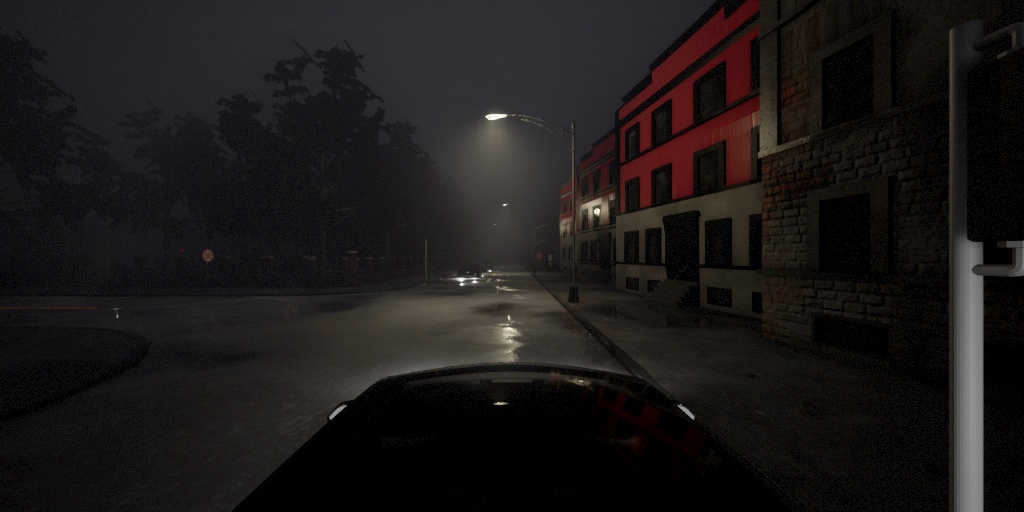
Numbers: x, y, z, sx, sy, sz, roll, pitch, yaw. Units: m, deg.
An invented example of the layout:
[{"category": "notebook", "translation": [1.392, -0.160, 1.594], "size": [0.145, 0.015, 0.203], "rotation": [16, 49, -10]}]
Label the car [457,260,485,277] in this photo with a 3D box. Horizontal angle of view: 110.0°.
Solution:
[{"category": "car", "translation": [-4.035, 1.314, 34.656], "size": [1.994, 1.385, 4.181], "rotation": [0, 0, 0]}]

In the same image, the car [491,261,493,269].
[{"category": "car", "translation": [-3.969, 1.228, 54.359], "size": [1.882, 1.535, 5.008], "rotation": [0, 0, 0]}]

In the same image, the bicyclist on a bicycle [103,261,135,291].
[{"category": "bicyclist on a bicycle", "translation": [-21.814, 1.099, 19.934], "size": [0.582, 1.620, 1.656], "rotation": [0, 0, 0]}]

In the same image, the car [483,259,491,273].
[{"category": "car", "translation": [-4.016, 1.297, 43.948], "size": [2.033, 1.411, 5.357], "rotation": [0, 0, 0]}]
